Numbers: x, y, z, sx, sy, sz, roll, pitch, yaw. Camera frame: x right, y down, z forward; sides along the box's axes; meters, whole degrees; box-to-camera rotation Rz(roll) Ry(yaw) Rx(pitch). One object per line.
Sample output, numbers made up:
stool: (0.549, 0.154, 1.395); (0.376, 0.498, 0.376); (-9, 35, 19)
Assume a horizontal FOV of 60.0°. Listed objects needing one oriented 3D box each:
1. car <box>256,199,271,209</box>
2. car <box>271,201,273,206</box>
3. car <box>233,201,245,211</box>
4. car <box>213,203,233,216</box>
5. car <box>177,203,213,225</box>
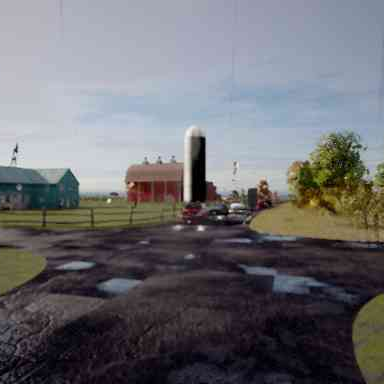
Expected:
car: (12.979, 2.324, 61.585); (1.812, 1.442, 4.674); (0, -1, 18)
car: (16.071, 2.286, 71.103); (1.837, 1.490, 4.892); (0, -1, 18)
car: (7.414, 2.205, 53.604); (1.812, 1.442, 4.674); (0, -1, 18)
car: (3.244, 2.055, 40.371); (2.033, 1.411, 5.357); (0, -1, 16)
car: (0.190, 1.695, 27.458); (2.097, 1.767, 4.553); (0, -1, 11)
